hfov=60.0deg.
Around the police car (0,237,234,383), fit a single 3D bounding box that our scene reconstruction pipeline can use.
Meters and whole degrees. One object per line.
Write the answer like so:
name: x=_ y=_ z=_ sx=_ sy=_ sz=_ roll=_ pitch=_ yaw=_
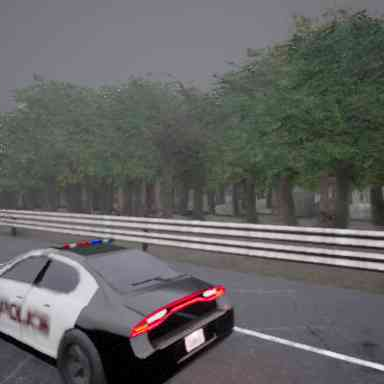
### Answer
police car: x=-1.914 y=1.533 z=5.265 sx=4.974 sy=1.542 sz=2.038 roll=0 pitch=0 yaw=36
